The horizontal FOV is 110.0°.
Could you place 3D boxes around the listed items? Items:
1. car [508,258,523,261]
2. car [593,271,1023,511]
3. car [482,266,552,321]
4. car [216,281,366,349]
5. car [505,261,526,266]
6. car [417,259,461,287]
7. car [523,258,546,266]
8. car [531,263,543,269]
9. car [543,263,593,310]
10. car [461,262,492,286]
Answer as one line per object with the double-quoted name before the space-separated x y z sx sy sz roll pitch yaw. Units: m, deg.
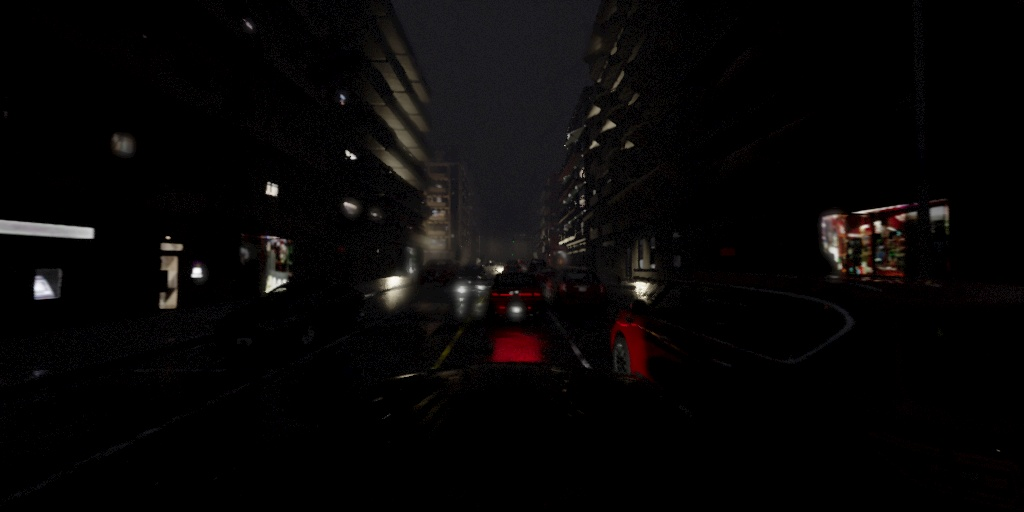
"car" 0.094 1.319 51.863 2.097 1.767 4.553 0 0 0
"car" 2.534 1.071 3.705 2.192 1.841 5.009 0 0 0
"car" 0.096 1.290 12.666 1.837 1.490 4.892 0 0 -1
"car" -5.315 1.338 9.295 1.948 1.339 4.313 0 0 0
"car" 0.095 1.446 35.892 1.994 1.385 4.181 0 0 0
"car" -5.317 1.150 25.884 2.192 1.841 5.009 0 0 0
"car" 2.529 1.201 36.892 2.192 1.841 5.009 0 0 0
"car" 2.531 1.417 25.830 1.802 1.307 4.207 0 0 0
"car" 2.532 1.232 14.768 1.967 1.591 4.097 0 0 0
"car" -2.847 1.386 26.765 2.033 1.411 5.357 0 0 0
